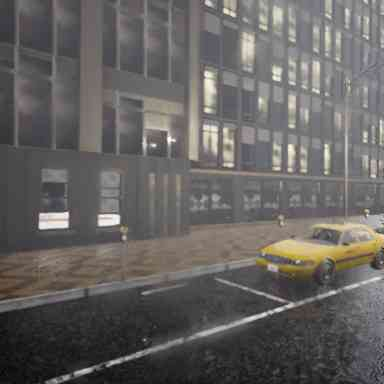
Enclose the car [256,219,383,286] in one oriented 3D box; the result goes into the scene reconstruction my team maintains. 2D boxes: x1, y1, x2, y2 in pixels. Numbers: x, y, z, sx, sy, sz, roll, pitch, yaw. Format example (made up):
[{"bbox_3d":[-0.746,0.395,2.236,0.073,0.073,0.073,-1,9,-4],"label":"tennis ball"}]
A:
[{"bbox_3d":[3.890,1.480,9.322,4.829,1.417,1.752,0,1,-35],"label":"car"}]
